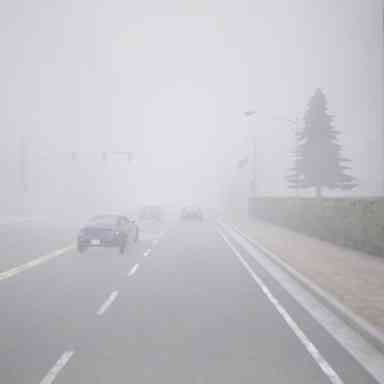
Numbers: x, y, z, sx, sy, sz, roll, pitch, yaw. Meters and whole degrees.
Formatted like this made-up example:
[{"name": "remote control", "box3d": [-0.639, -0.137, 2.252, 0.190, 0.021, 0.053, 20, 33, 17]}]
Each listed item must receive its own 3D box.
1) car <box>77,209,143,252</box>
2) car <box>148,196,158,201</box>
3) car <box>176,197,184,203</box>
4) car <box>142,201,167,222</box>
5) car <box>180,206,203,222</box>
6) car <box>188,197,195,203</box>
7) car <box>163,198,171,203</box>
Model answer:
[{"name": "car", "box3d": [-3.503, 1.659, 14.371, 1.812, 1.442, 4.674, 0, 0, 0]}, {"name": "car", "box3d": [-10.553, 2.404, 93.110, 1.994, 1.385, 4.181, 0, -1, 0]}, {"name": "car", "box3d": [-3.553, 2.393, 93.953, 1.994, 1.385, 4.181, 0, -1, 0]}, {"name": "car", "box3d": [-3.515, 1.814, 28.978, 2.033, 1.411, 5.357, 0, 0, 0]}, {"name": "car", "box3d": [-0.012, 1.869, 29.097, 1.895, 1.301, 4.718, 0, 0, 0]}, {"name": "car", "box3d": [-0.053, 2.312, 93.698, 1.882, 1.535, 5.008, 0, -1, 0]}, {"name": "car", "box3d": [-7.053, 2.330, 93.113, 1.882, 1.535, 5.008, 0, -1, 0]}]
